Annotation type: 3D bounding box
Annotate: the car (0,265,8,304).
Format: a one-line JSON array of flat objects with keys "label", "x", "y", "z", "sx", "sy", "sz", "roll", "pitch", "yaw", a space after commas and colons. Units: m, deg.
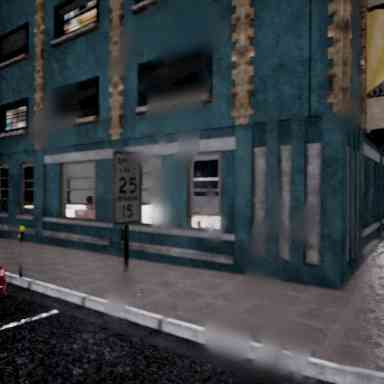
[{"label": "car", "x": -5.275, "y": 1.585, "z": 6.632, "sx": 4.206, "sy": 1.307, "sz": 1.802, "roll": 0, "pitch": 0, "yaw": 36}]
